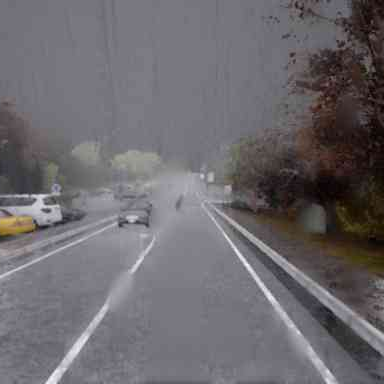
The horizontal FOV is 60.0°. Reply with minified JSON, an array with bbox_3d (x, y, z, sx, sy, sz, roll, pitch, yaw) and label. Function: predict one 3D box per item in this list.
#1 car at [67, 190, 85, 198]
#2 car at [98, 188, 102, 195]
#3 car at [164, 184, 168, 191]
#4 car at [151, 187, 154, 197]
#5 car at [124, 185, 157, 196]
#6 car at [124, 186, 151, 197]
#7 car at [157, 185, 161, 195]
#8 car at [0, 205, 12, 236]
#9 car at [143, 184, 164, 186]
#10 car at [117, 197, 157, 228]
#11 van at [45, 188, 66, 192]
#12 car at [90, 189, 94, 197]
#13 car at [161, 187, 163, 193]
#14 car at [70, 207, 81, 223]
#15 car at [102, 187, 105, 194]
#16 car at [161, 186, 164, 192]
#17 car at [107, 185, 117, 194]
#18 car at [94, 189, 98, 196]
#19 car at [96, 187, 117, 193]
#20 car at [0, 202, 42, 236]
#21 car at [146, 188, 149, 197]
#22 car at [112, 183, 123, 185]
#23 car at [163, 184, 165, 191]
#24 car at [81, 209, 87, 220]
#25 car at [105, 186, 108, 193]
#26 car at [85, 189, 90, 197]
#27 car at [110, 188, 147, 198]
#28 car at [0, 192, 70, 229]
[{"bbox_3d":[-23.275,0.418,62.156,4.792,1.488,2.163,0,1,0],"label":"car"},{"bbox_3d":[-23.180,0.141,73.187,5.008,1.535,2.097,0,2,0],"label":"car"},{"bbox_3d":[-9.990,-0.661,92.789,5.008,1.535,2.097,0,3,0],"label":"car"},{"bbox_3d":[-10.161,0.393,62.144,5.008,1.535,2.097,0,1,0],"label":"car"},{"bbox_3d":[-10.179,0.094,64.933,5.566,2.045,2.435,0,1,0],"label":"car"},{"bbox_3d":[-10.213,0.305,59.364,4.553,1.767,2.185,0,1,0],"label":"car"},{"bbox_3d":[-10.057,-0.073,76.080,4.553,1.767,2.185,0,2,0],"label":"car"},{"bbox_3d":[-10.147,1.421,12.884,4.892,1.521,2.231,0,0,0],"label":"car"},{"bbox_3d":[-10.073,-0.391,84.436,4.553,1.767,2.185,0,3,0],"label":"car"},{"bbox_3d":[-3.288,1.306,20.661,2.128,1.511,4.902,0,0,0],"label":"car"},{"bbox_3d":[-23.166,0.264,53.782,4.442,1.987,1.878,1,1,0],"label":"van"},{"bbox_3d":[-23.400,0.282,67.743,5.366,1.575,1.946,0,1,0],"label":"car"},{"bbox_3d":[-10.044,-0.016,78.871,4.792,1.488,2.163,0,2,0],"label":"car"},{"bbox_3d":[-10.107,1.391,21.212,5.008,1.535,2.097,0,0,0],"label":"car"},{"bbox_3d":[-23.164,0.053,75.975,5.008,1.535,2.097,0,2,0],"label":"car"},{"bbox_3d":[-10.087,-0.122,81.657,4.792,1.488,2.163,0,2,0],"label":"car"},{"bbox_3d":[-22.922,-0.389,87.118,5.366,1.575,1.946,0,3,0],"label":"car"},{"bbox_3d":[-23.171,0.250,70.397,4.792,1.488,2.163,0,1,0],"label":"car"},{"bbox_3d":[-23.098,-0.517,89.906,5.008,1.535,2.097,0,3,0],"label":"car"},{"bbox_3d":[-10.314,1.407,15.661,5.366,1.575,1.946,0,0,0],"label":"car"},{"bbox_3d":[-10.226,0.491,56.580,4.792,1.488,2.163,0,1,0],"label":"car"},{"bbox_3d":[-23.105,-0.908,92.678,5.566,2.045,2.435,0,3,0],"label":"car"},{"bbox_3d":[-10.058,-0.514,87.213,4.553,1.767,2.185,0,3,0],"label":"car"},{"bbox_3d":[-10.060,1.411,23.989,4.792,1.488,2.163,0,0,0],"label":"car"},{"bbox_3d":[-23.147,-0.047,78.891,4.892,1.521,2.231,0,2,0],"label":"car"},{"bbox_3d":[-23.416,0.338,64.948,5.366,1.575,1.946,0,1,0],"label":"car"},{"bbox_3d":[-10.183,0.521,53.796,4.792,1.488,2.163,0,1,0],"label":"car"},{"bbox_3d":[-10.143,1.149,18.436,5.566,2.045,2.435,0,0,0],"label":"car"}]
